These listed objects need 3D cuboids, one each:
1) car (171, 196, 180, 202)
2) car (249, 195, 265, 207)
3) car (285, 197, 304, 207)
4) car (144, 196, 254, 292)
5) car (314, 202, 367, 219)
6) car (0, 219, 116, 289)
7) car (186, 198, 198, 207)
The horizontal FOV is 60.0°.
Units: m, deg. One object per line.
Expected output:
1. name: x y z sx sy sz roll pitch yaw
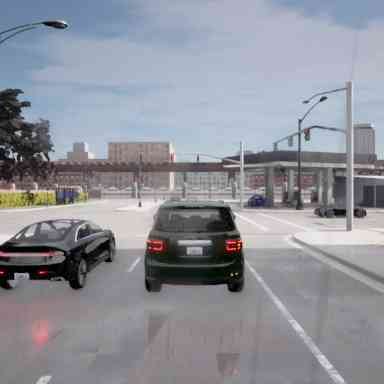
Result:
1. car: -3.644 1.548 74.497 1.994 1.385 4.181 0 0 0
2. car: 9.614 1.292 49.259 2.242 1.667 4.611 0 0 0
3. car: 15.358 1.453 50.032 1.970 1.475 3.806 0 0 0
4. car: 0.067 1.221 9.068 2.150 2.045 5.566 0 0 0
5. car: 12.935 1.562 29.118 4.181 1.385 1.994 0 0 -1
6. car: -3.438 1.491 9.150 2.128 1.511 4.902 0 0 0
7. car: 0.044 1.598 53.513 1.895 1.301 4.718 0 0 2
